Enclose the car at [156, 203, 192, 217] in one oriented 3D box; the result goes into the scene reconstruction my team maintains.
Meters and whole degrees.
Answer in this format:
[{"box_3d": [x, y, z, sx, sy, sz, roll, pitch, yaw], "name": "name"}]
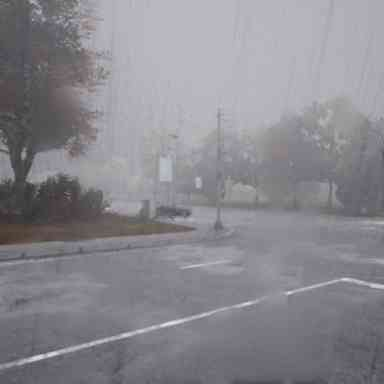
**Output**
[{"box_3d": [-1.894, 1.787, 33.392, 1.895, 1.301, 4.718, 1, 0, -32], "name": "car"}]
